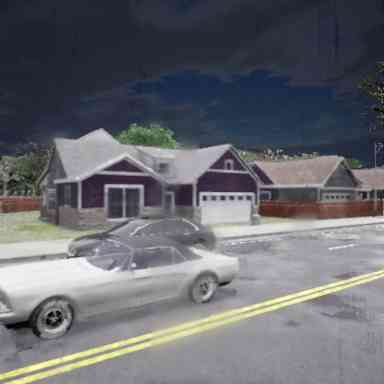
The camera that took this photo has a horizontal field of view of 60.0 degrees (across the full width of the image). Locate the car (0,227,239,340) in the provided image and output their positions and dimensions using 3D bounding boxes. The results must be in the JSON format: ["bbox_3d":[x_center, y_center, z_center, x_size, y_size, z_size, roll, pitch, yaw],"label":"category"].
[{"bbox_3d":[-1.366,1.623,6.697,4.718,1.301,1.895,0,0,-35],"label":"car"}]

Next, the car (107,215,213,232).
[{"bbox_3d":[-1.410,1.542,10.654,4.892,1.490,1.837,0,0,-36],"label":"car"}]
